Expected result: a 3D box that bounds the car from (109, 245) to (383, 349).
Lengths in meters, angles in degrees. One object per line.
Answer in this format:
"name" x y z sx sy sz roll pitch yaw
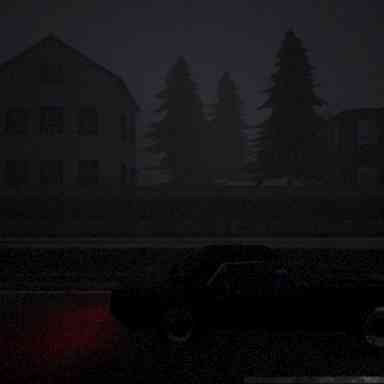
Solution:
"car" 1.169 1.600 5.619 4.718 1.301 1.895 0 0 0
